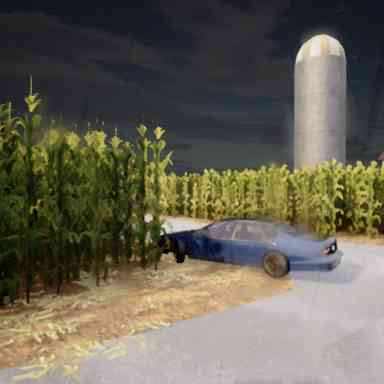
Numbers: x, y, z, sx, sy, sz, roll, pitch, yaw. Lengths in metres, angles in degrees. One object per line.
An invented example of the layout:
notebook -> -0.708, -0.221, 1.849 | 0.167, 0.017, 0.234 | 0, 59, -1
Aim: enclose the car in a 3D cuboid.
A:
car -> 1.435, 1.444, 9.733 | 5.357, 1.411, 2.033 | 0, 0, 33
